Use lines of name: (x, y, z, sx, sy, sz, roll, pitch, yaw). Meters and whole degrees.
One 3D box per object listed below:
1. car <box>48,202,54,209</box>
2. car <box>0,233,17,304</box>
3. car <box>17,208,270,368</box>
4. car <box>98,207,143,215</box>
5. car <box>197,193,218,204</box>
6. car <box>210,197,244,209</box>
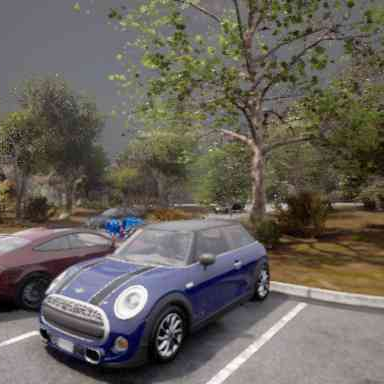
car: (-24.952, 2.471, 58.069, 1.895, 1.301, 4.718, -3, -2, 35)
car: (-2.937, 1.518, 7.859, 2.002, 1.452, 4.674, 0, 0, 35)
car: (-0.315, 1.350, 6.077, 2.185, 1.767, 4.553, 0, 0, 35)
car: (-5.478, 1.858, 24.038, 1.837, 1.490, 4.892, -3, 0, 36)
car: (3.582, 1.293, 57.295, 5.566, 2.045, 2.150, -2, -1, 35)
car: (4.106, 1.584, 37.367, 2.128, 1.511, 4.902, -3, -1, 35)
